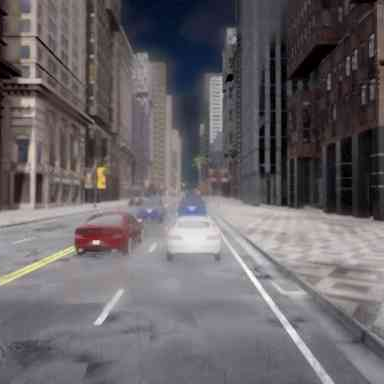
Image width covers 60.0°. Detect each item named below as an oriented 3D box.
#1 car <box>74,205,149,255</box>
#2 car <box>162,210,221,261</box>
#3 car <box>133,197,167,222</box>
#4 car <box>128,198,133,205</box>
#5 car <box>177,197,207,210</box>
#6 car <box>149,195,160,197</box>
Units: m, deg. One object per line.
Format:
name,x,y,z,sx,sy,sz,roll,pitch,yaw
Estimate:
car,-3.202,1.550,13.706,1.882,1.535,5.008,0,0,1
car,0.043,1.593,12.496,1.812,1.442,4.674,0,-1,-1
car,-3.218,1.499,27.499,2.097,1.767,4.553,0,0,1
car,-9.812,1.785,58.122,1.882,1.535,5.008,0,0,1
car,0.020,1.365,26.467,2.150,2.045,5.566,0,0,0
car,-6.563,1.527,58.144,2.150,2.045,5.566,0,0,1
